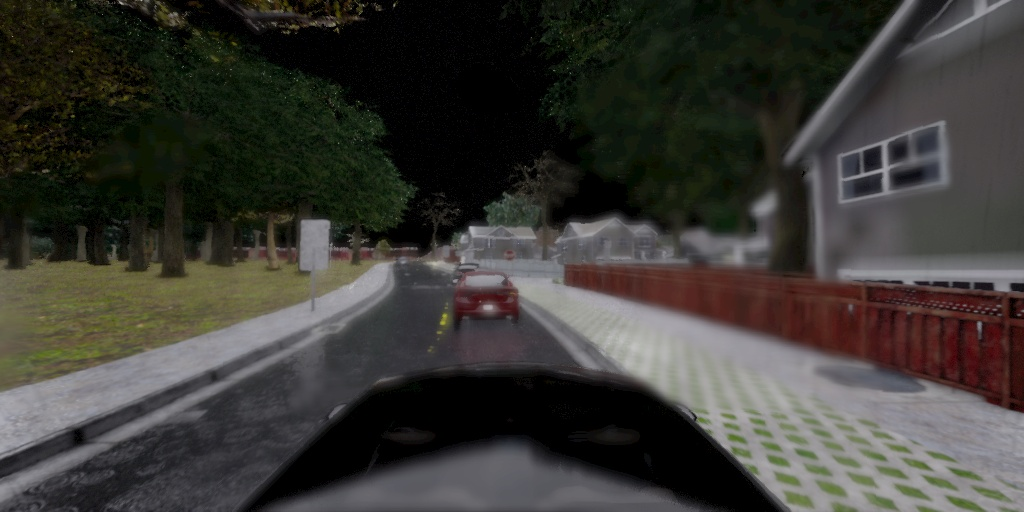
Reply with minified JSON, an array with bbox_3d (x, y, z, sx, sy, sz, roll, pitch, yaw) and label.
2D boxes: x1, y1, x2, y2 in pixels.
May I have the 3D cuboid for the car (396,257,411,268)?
[{"bbox_3d":[-16.255,0.961,53.776,2.128,1.511,4.902,1,0,-18],"label":"car"}]

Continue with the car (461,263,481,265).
[{"bbox_3d":[-2.797,1.226,24.420,1.837,1.490,4.892,0,1,-3],"label":"car"}]

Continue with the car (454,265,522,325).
[{"bbox_3d":[-0.881,1.226,11.898,1.882,1.535,5.008,0,0,-7],"label":"car"}]
